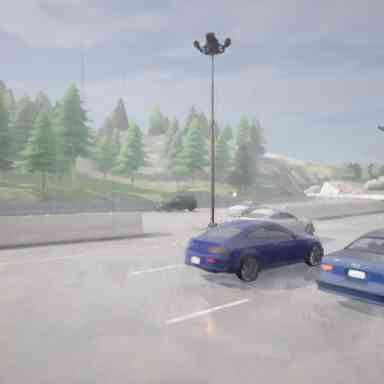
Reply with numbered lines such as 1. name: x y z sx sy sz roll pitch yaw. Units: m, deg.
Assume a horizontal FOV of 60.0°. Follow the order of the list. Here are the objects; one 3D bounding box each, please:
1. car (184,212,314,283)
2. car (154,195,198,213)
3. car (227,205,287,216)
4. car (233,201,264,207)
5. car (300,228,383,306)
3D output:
1. car: 1.911 1.532 9.699 4.674 1.442 1.812 0 0 -37
2. car: -1.802 1.339 38.618 5.566 2.045 2.150 0 0 -42
3. car: 3.886 1.534 15.749 4.674 1.442 1.812 0 0 -39
4. car: 5.247 1.551 30.838 4.674 1.442 1.812 0 0 -42
5. car: 4.989 1.550 7.635 5.357 1.411 2.033 0 0 -38
